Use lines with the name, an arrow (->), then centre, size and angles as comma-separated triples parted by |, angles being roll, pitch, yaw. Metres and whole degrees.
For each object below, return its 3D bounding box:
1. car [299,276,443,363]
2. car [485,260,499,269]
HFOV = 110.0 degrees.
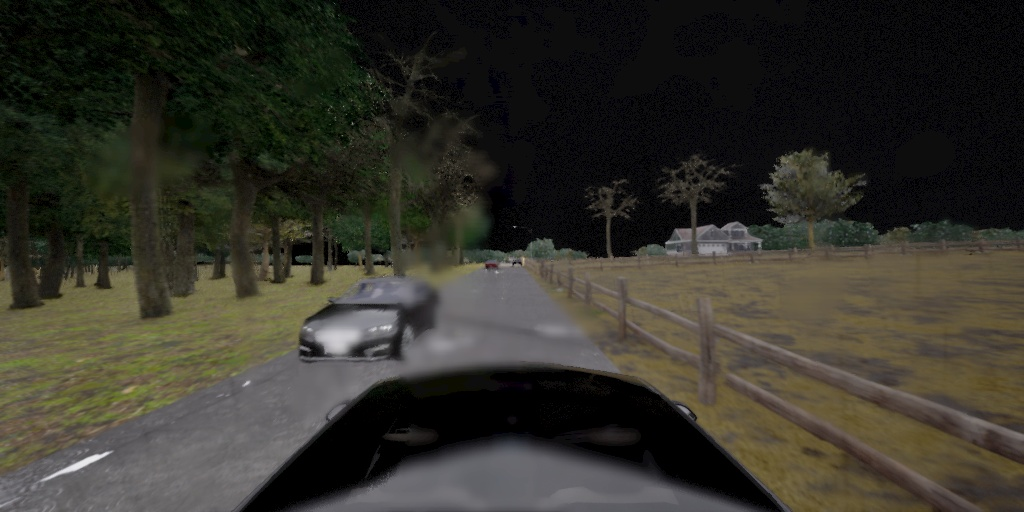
car -> -2.850, 1.243, 8.276 | 2.128, 1.511, 4.902 | 0, 0, 0
car -> -2.825, 1.177, 50.781 | 1.895, 1.301, 4.718 | 0, 0, 0
